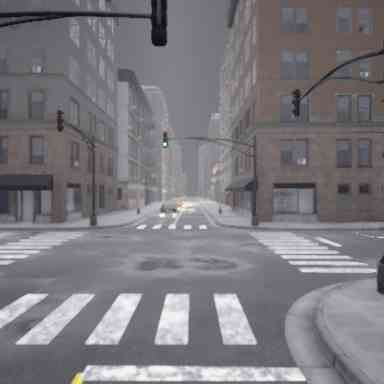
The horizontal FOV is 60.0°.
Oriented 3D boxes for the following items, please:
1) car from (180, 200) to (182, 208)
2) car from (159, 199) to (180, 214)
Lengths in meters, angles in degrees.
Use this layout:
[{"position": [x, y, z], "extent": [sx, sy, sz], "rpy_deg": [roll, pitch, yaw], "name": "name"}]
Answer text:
[{"position": [-2.738, 1.861, 56.146], "extent": [1.882, 1.535, 5.008], "rpy_deg": [0, 0, 0], "name": "car"}, {"position": [-2.790, 1.800, 40.348], "extent": [1.812, 1.442, 4.674], "rpy_deg": [0, 0, 0], "name": "car"}]
